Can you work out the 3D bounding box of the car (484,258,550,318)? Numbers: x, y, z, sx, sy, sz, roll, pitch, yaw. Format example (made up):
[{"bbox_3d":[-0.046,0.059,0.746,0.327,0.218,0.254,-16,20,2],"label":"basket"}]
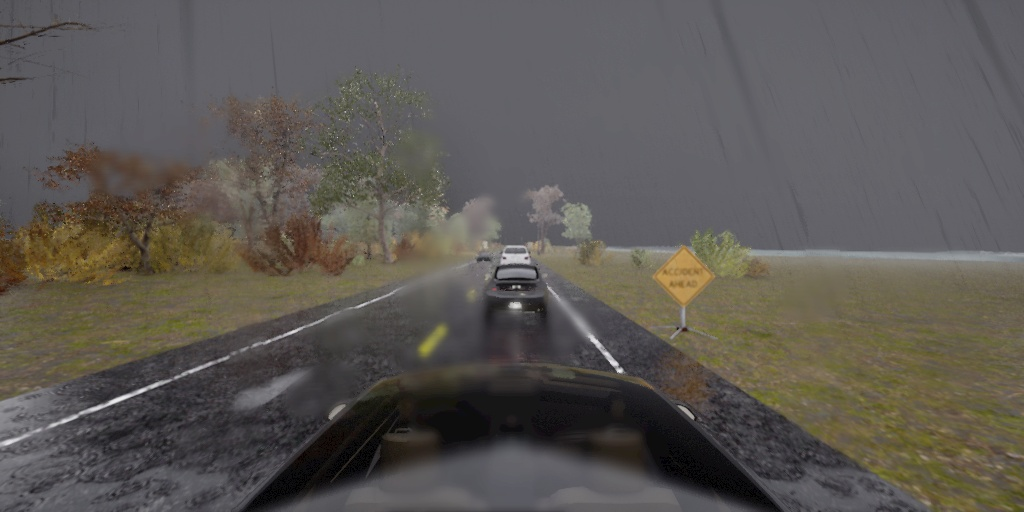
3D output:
[{"bbox_3d":[0.149,0.980,11.643,1.837,1.490,4.892,0,2,1],"label":"car"}]

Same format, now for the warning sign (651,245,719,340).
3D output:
[{"bbox_3d":[3.593,0.707,7.555,1.300,1.860,1.060,0,0,0],"label":"warning sign"}]

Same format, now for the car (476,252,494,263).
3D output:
[{"bbox_3d":[-3.277,0.179,43.720,1.895,1.301,4.718,0,2,1],"label":"car"}]

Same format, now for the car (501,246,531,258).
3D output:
[{"bbox_3d":[0.283,0.233,28.269,2.150,2.045,5.566,0,1,1],"label":"car"}]
